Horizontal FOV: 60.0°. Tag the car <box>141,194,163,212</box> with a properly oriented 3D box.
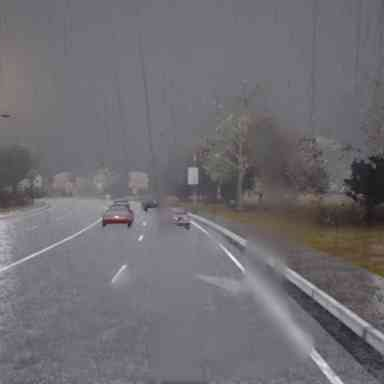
[{"bbox_3d":[-4.778,1.241,39.769,2.150,2.045,5.566,0,0,-14],"label":"car"}]

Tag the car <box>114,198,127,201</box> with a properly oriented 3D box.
[{"bbox_3d":[-9.028,1.512,42.047,2.128,1.511,4.902,0,0,-15],"label":"car"}]

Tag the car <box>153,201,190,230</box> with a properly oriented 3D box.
[{"bbox_3d":[-1.237,1.556,21.128,2.033,1.411,5.357,0,0,-7],"label":"car"}]

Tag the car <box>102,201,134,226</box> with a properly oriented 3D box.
[{"bbox_3d":[-5.125,1.577,23.363,1.994,1.385,4.181,0,0,-8],"label":"car"}]
